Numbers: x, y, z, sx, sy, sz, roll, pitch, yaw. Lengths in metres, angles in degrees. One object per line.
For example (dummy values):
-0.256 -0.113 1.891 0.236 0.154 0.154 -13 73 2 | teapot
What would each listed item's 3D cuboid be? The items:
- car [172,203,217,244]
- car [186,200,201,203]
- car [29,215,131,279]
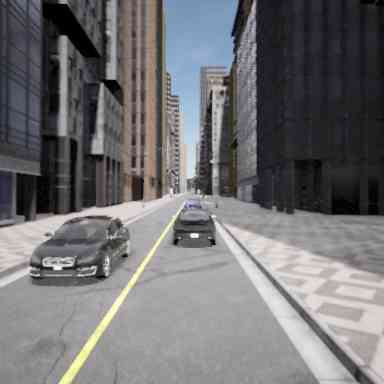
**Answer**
0.105 1.505 15.841 1.837 1.490 4.892 0 0 0 | car
0.112 1.579 38.508 1.895 1.301 4.718 0 0 0 | car
-3.084 1.507 10.083 1.837 1.490 4.892 0 0 0 | car
